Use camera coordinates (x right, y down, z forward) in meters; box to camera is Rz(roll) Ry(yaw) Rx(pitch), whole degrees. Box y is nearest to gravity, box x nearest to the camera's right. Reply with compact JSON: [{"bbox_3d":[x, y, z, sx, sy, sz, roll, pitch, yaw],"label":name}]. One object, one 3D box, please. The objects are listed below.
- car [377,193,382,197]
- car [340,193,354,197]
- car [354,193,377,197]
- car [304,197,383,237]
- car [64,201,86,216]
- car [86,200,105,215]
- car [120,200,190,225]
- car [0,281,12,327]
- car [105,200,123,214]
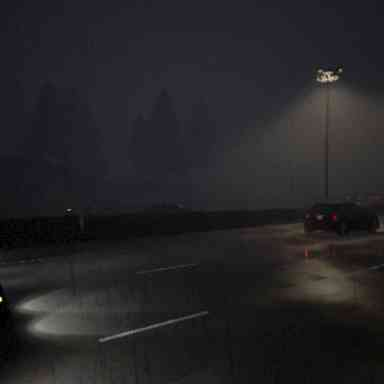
[{"bbox_3d":[31.552,1.068,52.183,5.008,1.535,1.882,-1,1,-36],"label":"car"},{"bbox_3d":[27.509,0.919,57.898,4.553,1.767,2.097,-1,1,-36],"label":"car"},{"bbox_3d":[29.542,0.963,55.049,4.553,1.767,2.097,-1,1,-36],"label":"car"},{"bbox_3d":[8.256,1.334,18.238,4.553,1.767,2.097,0,0,-36],"label":"car"},{"bbox_3d":[-9.537,1.506,31.585,4.892,1.490,1.837,0,0,-36],"label":"car"},{"bbox_3d":[-6.387,1.491,29.534,4.902,1.511,2.128,0,0,-36],"label":"car"},{"bbox_3d":[-2.312,1.505,23.841,4.892,1.490,1.837,0,0,-36],"label":"car"},{"bbox_3d":[-5.383,1.543,4.205,5.357,1.411,2.033,0,0,-36],"label":"car"},{"bbox_3d":[-4.409,1.563,26.645,4.181,1.385,1.994,0,0,-36],"label":"car"}]
